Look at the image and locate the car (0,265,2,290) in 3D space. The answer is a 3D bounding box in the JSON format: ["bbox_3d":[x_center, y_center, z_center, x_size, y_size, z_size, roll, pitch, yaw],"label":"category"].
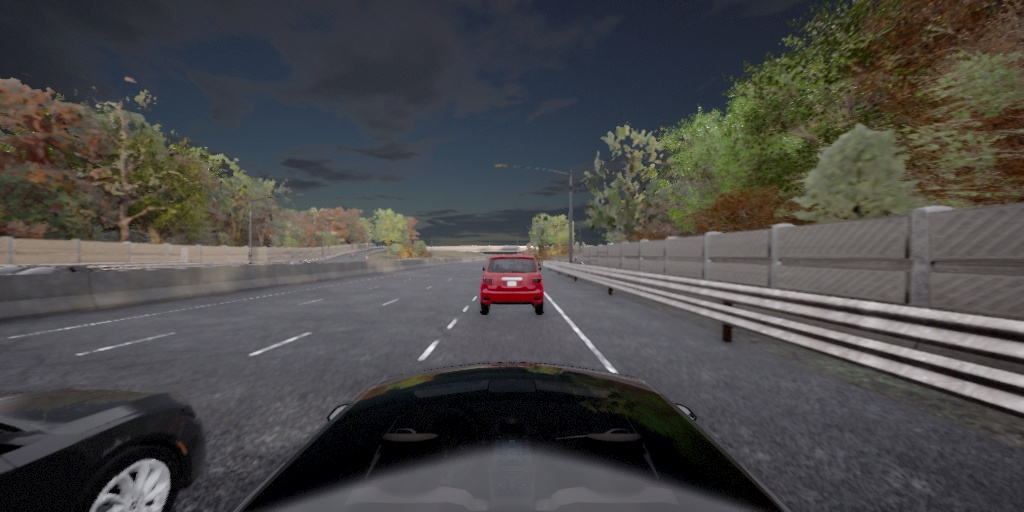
[{"bbox_3d":[-31.579,1.255,19.114,1.837,1.490,4.892,0,0,0],"label":"car"}]

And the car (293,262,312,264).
[{"bbox_3d":[-21.074,1.311,35.525,2.033,1.411,5.357,0,0,0],"label":"car"}]

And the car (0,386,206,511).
[{"bbox_3d":[-3.398,1.255,0.883,1.837,1.490,4.892,0,0,0],"label":"car"}]

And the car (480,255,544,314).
[{"bbox_3d":[0.000,0.970,13.947,2.150,2.045,5.566,0,0,0],"label":"car"}]

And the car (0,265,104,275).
[{"bbox_3d":[-24.585,1.256,19.235,1.837,1.490,4.892,0,-1,0],"label":"car"}]
